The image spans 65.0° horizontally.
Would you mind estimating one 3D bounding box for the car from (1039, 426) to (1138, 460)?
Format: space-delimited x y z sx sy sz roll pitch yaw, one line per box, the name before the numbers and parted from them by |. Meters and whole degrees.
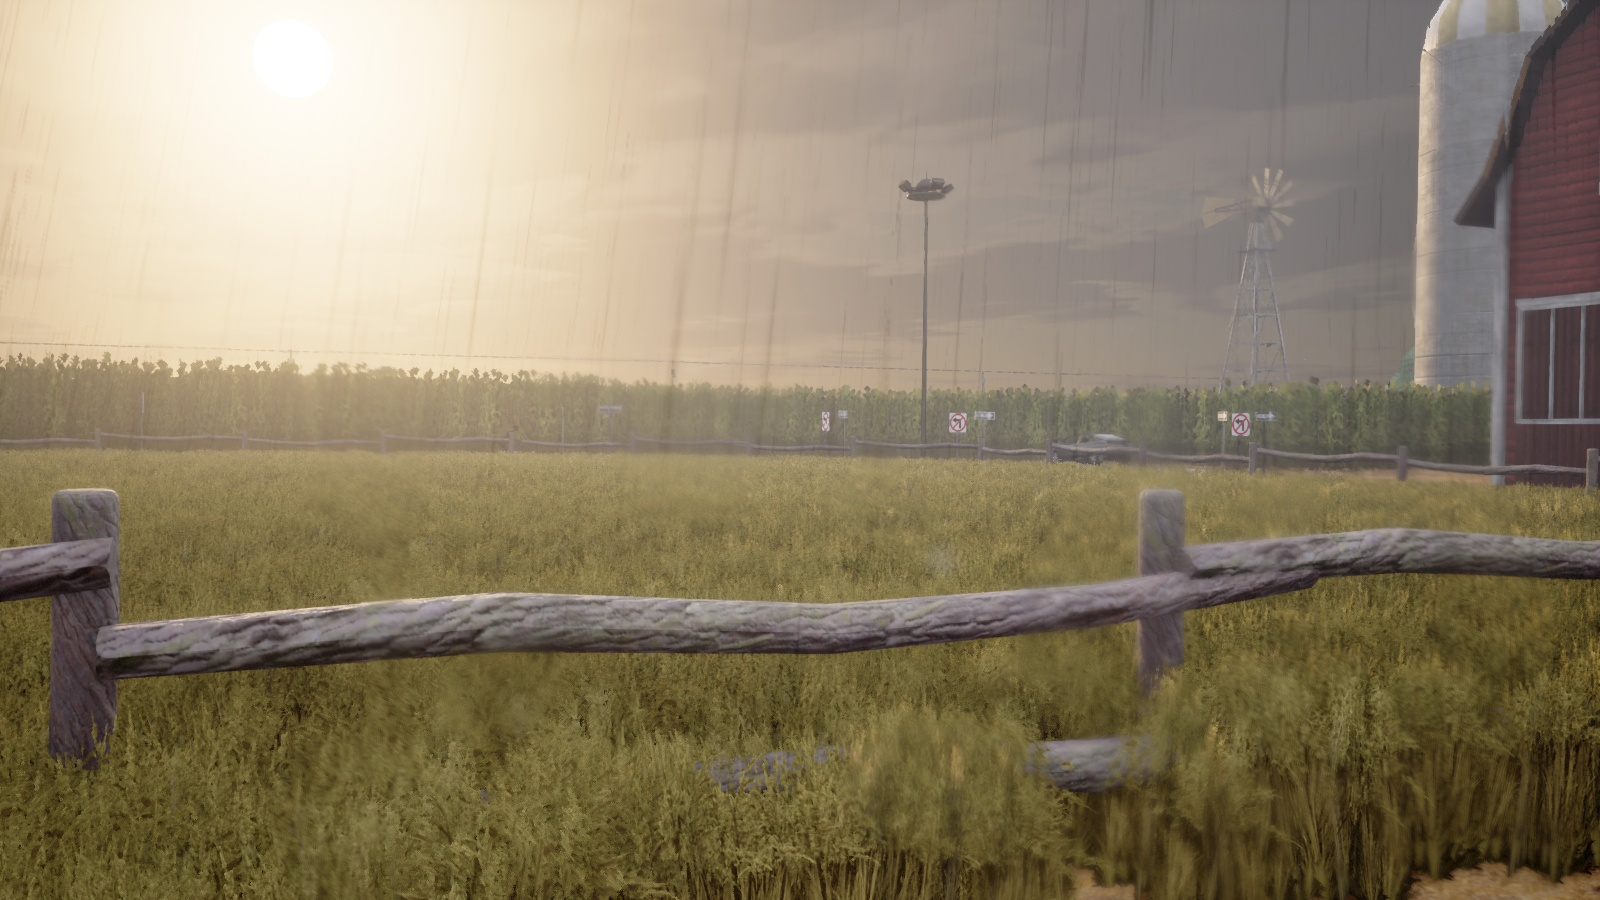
car | 13.286 -0.344 58.085 2.007 1.525 4.514 -1 1 -27
